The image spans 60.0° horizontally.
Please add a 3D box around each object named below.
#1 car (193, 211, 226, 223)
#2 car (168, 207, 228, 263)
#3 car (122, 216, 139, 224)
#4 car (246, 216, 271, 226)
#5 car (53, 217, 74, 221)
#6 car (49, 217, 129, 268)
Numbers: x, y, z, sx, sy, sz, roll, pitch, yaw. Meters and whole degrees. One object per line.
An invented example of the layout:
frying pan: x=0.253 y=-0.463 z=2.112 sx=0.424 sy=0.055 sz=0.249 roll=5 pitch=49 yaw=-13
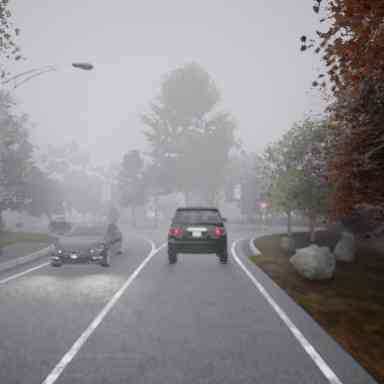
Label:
car: x=3.216 y=4.655 z=61.611 sx=5.566 sy=2.045 sz=2.150 roll=-1 pitch=-4 yaw=22
car: x=0.300 y=1.649 z=13.798 sx=2.150 sy=2.045 sz=5.566 roll=0 pitch=-3 yaw=3
car: x=-12.348 y=5.118 z=60.248 sx=5.357 sy=1.411 sz=2.033 roll=2 pitch=-5 yaw=-33
car: x=10.902 y=4.706 z=55.000 sx=2.097 sy=1.767 sz=4.553 roll=2 pitch=-5 yaw=-29
car: x=-11.969 y=3.147 z=32.069 sx=5.008 sy=1.535 sz=1.882 roll=-4 pitch=-6 yaw=43
car: x=-3.805 y=1.883 z=12.791 sx=1.837 sy=1.490 sz=4.892 roll=1 pitch=-3 yaw=-3
